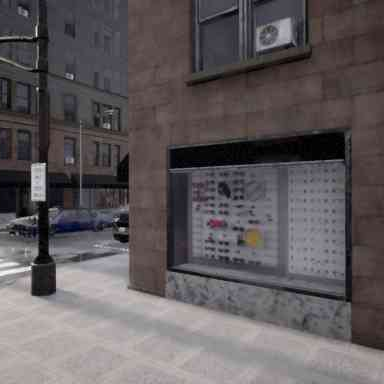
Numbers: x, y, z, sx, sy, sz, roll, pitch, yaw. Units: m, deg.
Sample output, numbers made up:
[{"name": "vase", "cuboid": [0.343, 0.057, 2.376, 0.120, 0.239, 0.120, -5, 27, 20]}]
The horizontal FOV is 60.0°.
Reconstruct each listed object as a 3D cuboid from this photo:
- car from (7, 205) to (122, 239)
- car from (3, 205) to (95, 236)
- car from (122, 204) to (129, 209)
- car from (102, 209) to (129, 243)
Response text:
[{"name": "car", "cuboid": [-6.616, 1.565, 17.692, 2.033, 1.411, 5.357, 0, 0, 36]}, {"name": "car", "cuboid": [-8.261, 1.554, 19.713, 1.752, 1.417, 4.829, 0, 0, 35]}, {"name": "car", "cuboid": [-5.021, 1.583, 24.260, 2.008, 1.369, 4.403, 0, 0, 35]}, {"name": "car", "cuboid": [-1.633, 1.560, 15.187, 1.947, 1.339, 4.313, 0, 0, 35]}]
